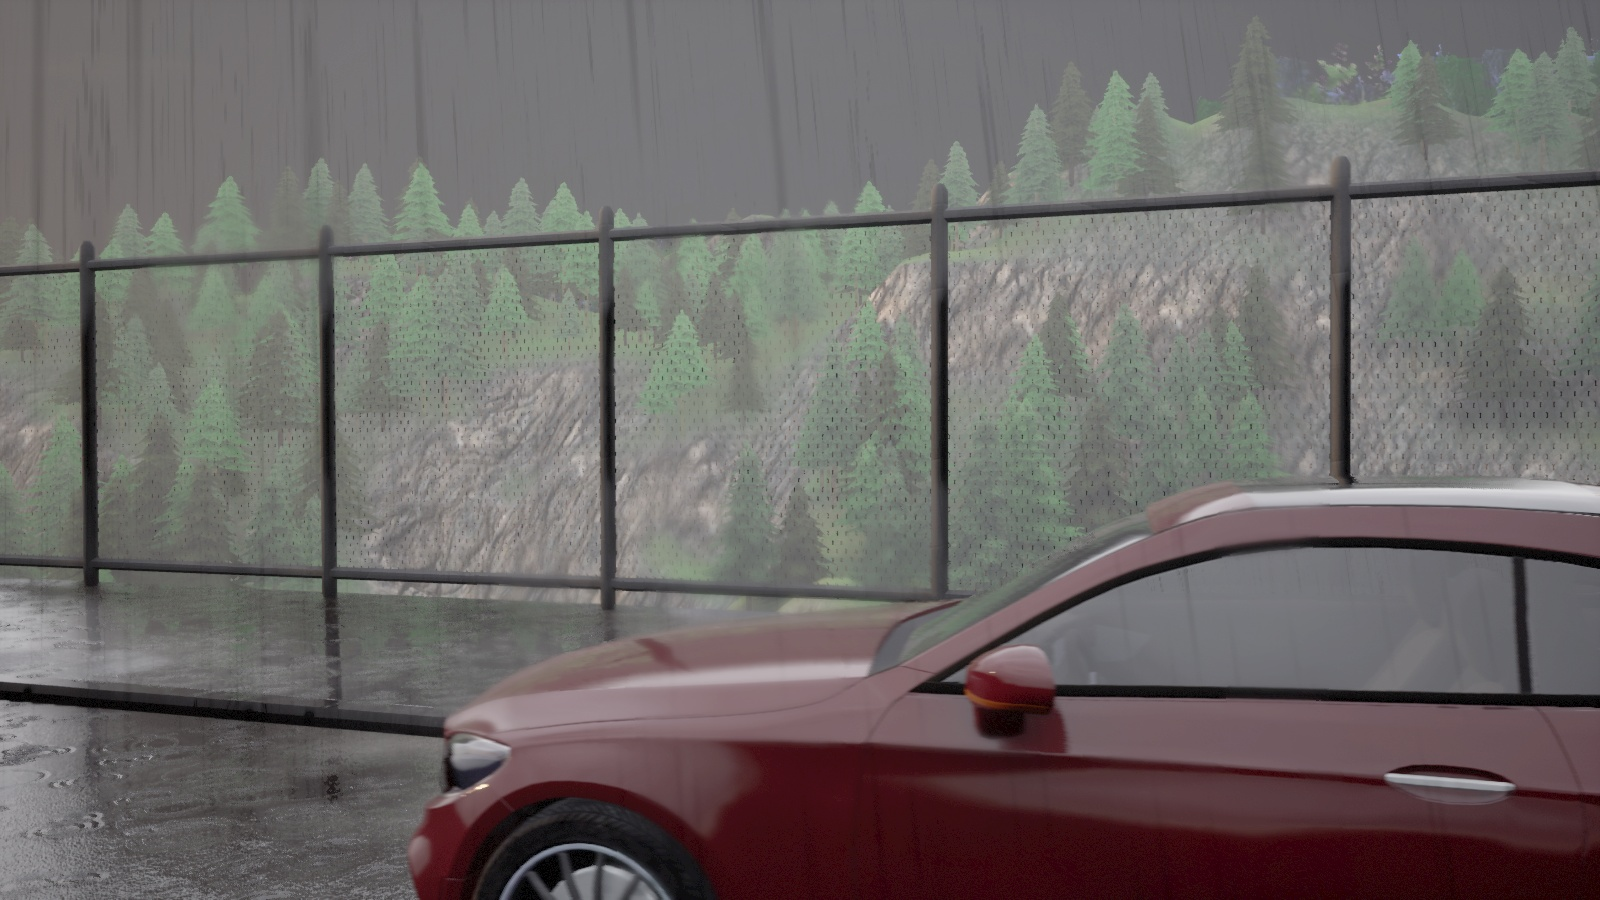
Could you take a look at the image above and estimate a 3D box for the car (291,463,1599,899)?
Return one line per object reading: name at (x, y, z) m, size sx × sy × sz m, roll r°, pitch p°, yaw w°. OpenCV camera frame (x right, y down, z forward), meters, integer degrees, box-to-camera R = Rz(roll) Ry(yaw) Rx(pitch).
car at (1.209, 0.804, 3.314) m, size 4.674 × 1.442 × 1.812 m, roll 1°, pitch 1°, yaw 19°
